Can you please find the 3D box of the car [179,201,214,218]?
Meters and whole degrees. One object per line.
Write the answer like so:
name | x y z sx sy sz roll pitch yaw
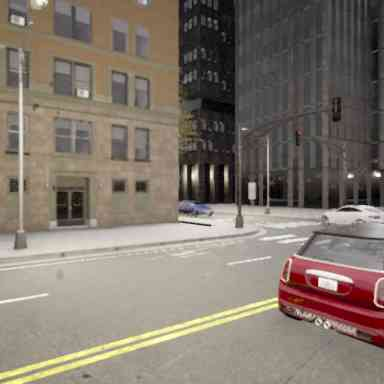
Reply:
car | -0.026 1.509 30.003 1.812 1.442 4.674 0 0 -36

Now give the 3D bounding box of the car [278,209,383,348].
car | 3.692 1.353 6.099 4.553 1.767 2.097 0 0 -36

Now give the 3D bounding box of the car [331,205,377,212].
car | 9.974 1.522 20.401 1.812 1.442 4.674 1 0 -19
